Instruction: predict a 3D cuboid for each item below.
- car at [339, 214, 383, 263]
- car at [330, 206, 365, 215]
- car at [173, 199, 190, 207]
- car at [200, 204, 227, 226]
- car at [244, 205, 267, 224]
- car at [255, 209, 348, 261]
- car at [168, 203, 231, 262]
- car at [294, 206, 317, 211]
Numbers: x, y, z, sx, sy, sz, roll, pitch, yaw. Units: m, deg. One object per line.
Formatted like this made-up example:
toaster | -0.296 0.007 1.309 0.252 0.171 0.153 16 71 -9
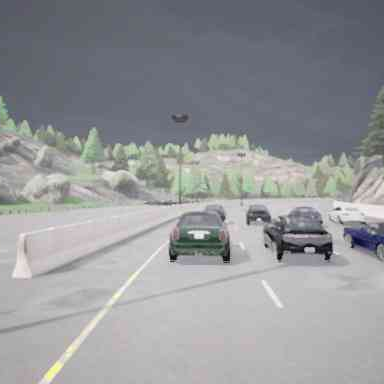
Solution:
car | 7.356 1.735 12.433 1.895 1.301 4.718 0 -1 4
car | 12.350 1.810 26.623 1.812 1.442 4.674 0 0 9
car | -2.098 2.226 70.055 1.882 1.535 5.008 0 -1 19
car | 1.874 1.803 27.583 1.837 1.490 4.892 0 0 9
car | 5.343 1.798 27.123 1.837 1.490 4.892 0 0 9
car | 3.885 1.631 12.866 2.128 1.511 4.902 0 0 4
car | 0.387 1.491 12.980 2.097 1.767 4.553 0 -1 4
car | 8.658 1.823 25.716 2.033 1.411 5.357 0 -1 8
